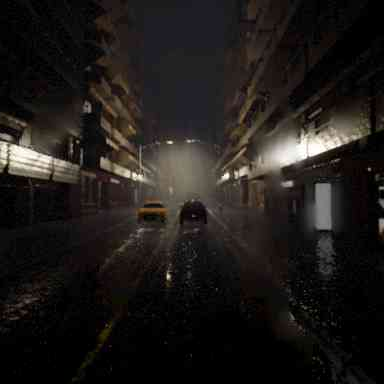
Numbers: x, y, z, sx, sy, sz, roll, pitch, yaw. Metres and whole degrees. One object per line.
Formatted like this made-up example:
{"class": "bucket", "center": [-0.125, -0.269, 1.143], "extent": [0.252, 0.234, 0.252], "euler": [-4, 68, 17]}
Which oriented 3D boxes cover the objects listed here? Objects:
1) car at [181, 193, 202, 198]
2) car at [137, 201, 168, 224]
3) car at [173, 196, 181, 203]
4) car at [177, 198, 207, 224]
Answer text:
{"class": "car", "center": [0.095, 1.167, 42.637], "extent": [2.150, 2.045, 5.566], "euler": [0, 0, 0]}
{"class": "car", "center": [-2.851, 1.452, 24.922], "extent": [1.882, 1.535, 5.008], "euler": [0, 0, 0]}
{"class": "car", "center": [-2.762, 1.493, 65.507], "extent": [1.895, 1.301, 4.718], "euler": [0, 0, 0]}
{"class": "car", "center": [0.097, 1.453, 24.670], "extent": [1.882, 1.535, 5.008], "euler": [0, 0, 0]}
